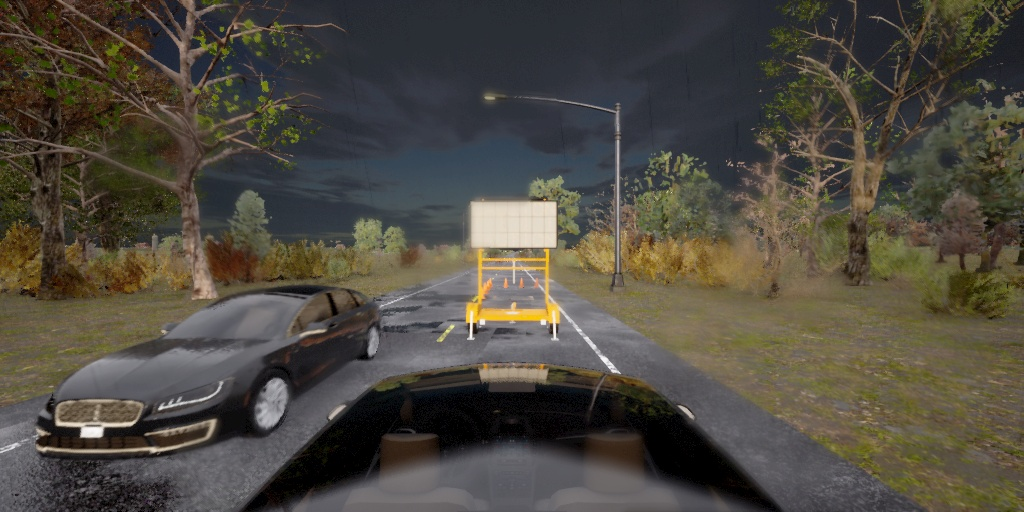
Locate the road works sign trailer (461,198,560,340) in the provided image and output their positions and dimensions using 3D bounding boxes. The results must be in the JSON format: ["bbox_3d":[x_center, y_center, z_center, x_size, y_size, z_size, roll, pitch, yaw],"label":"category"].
[{"bbox_3d":[0.055,0.211,9.930,2.380,3.560,2.880,0,0,2],"label":"road works sign trailer"}]

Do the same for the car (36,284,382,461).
[{"bbox_3d":[-3.572,1.253,5.489,1.837,1.490,4.892,0,0,0],"label":"car"}]
